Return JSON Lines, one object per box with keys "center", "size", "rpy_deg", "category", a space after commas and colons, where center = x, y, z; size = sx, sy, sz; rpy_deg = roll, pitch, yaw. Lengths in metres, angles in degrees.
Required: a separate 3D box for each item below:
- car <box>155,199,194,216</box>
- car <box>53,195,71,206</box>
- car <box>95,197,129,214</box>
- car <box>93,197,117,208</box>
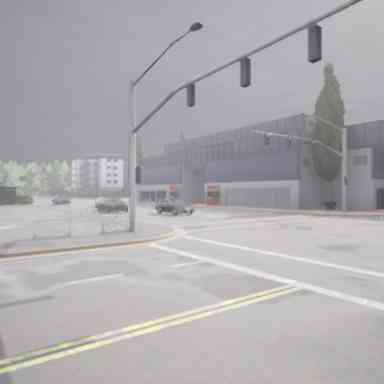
{"center": [-1.684, 1.390, 31.268], "size": [2.128, 1.511, 4.902], "rpy_deg": [0, 1, -34], "category": "car"}
{"center": [-21.210, 1.270, 54.163], "size": [2.097, 1.767, 4.553], "rpy_deg": [0, 0, -33], "category": "car"}
{"center": [-8.280, 1.274, 34.759], "size": [2.097, 1.767, 4.553], "rpy_deg": [0, 0, -34], "category": "car"}
{"center": [-12.330, 1.425, 47.107], "size": [1.812, 1.442, 4.674], "rpy_deg": [0, 0, -34], "category": "car"}
